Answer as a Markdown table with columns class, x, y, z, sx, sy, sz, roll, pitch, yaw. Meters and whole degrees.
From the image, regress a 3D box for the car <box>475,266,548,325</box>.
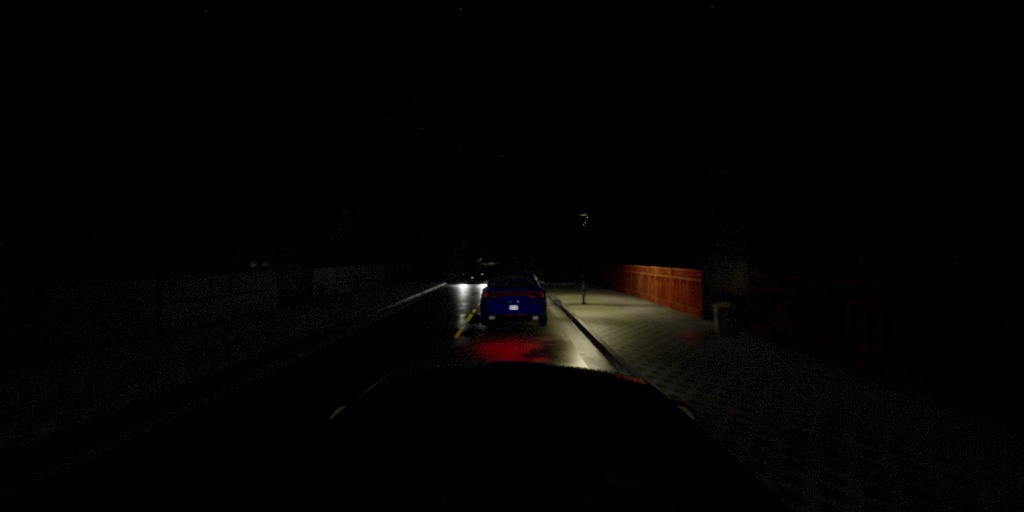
| class | x | y | z | sx | sy | sz | roll | pitch | yaw |
| --- | --- | --- | --- | --- | --- | --- | --- | --- | --- |
| car | 0.074 | 1.231 | 11.834 | 1.882 | 1.535 | 5.008 | 0 | -1 | 1 |

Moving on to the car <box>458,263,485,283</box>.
| class | x | y | z | sx | sy | sz | roll | pitch | yaw |
| --- | --- | --- | --- | --- | --- | --- | --- | --- | --- |
| car | -2.835 | 1.281 | 27.940 | 1.812 | 1.442 | 4.674 | 0 | 0 | 0 |

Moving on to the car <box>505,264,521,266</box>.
| class | x | y | z | sx | sy | sz | roll | pitch | yaw |
| --- | --- | --- | --- | --- | --- | --- | --- | --- | --- |
| car | 0.084 | 1.302 | 27.034 | 2.033 | 1.411 | 5.357 | 0 | 0 | 0 |
